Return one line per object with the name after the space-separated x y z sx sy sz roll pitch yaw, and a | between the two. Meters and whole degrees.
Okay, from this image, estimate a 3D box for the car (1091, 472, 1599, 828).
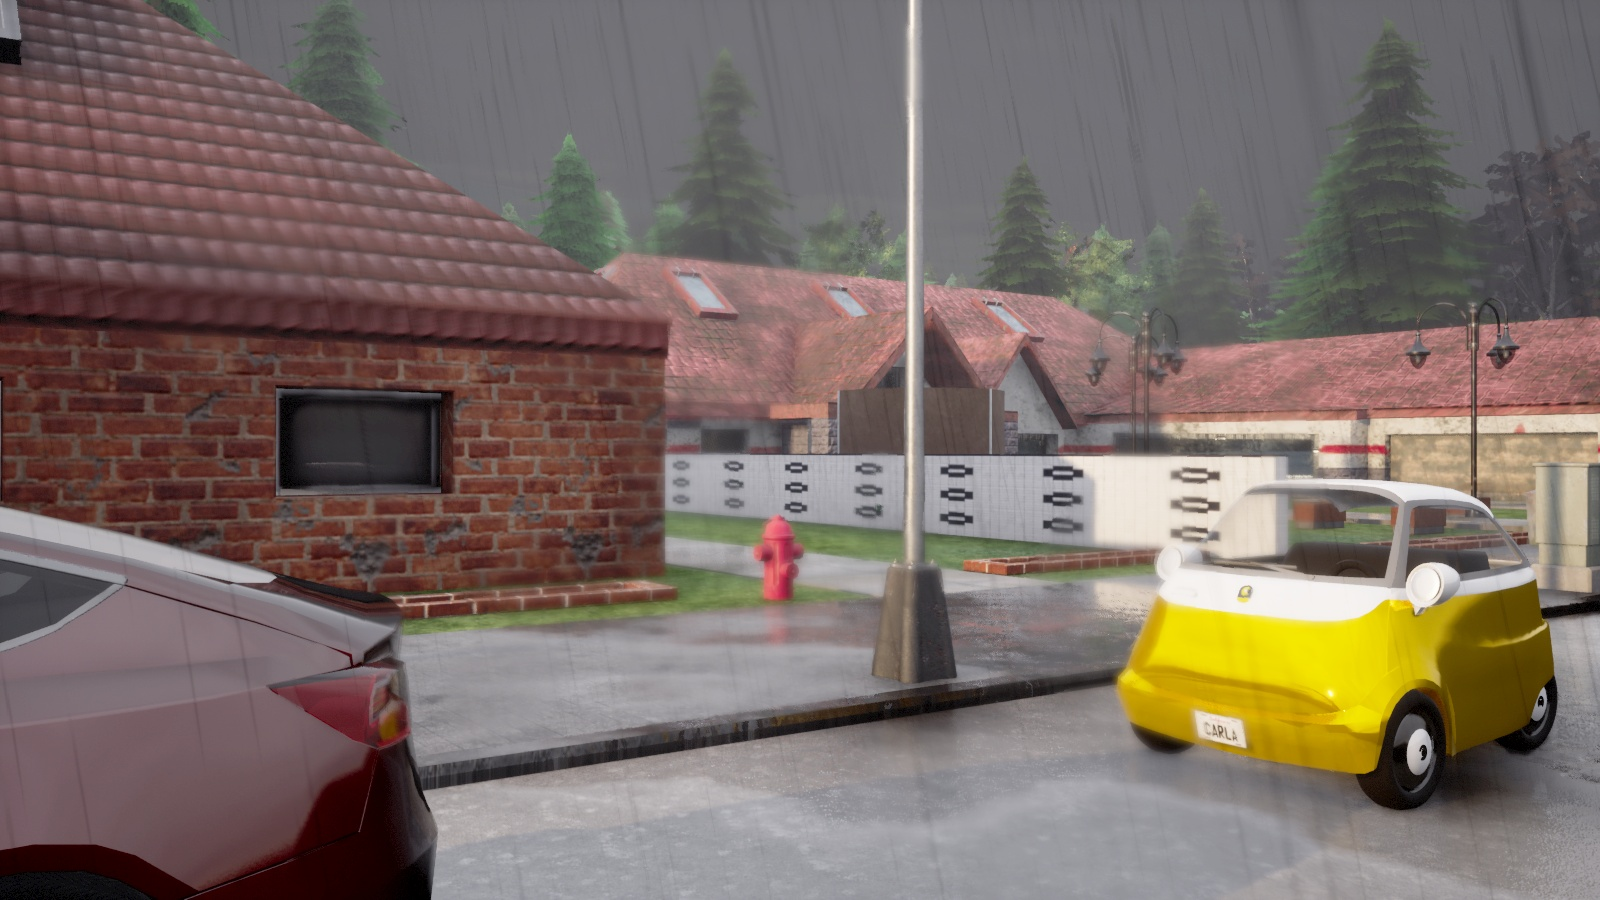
2.760 0.809 6.189 2.207 1.376 1.481 0 0 -35 | car

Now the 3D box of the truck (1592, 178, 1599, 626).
11.095 -0.414 11.998 8.468 3.827 2.891 0 0 -35 | truck

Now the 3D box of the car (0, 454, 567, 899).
-3.070 0.756 2.135 4.792 1.488 2.163 0 0 -35 | car
